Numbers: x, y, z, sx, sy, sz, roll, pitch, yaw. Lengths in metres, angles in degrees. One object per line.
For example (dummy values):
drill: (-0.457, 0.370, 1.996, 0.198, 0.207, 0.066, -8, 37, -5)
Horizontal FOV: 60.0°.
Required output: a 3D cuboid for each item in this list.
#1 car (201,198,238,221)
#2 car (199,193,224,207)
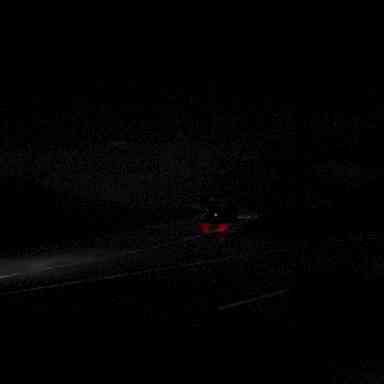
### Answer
car: (2.466, 1.498, 26.755, 1.812, 1.442, 4.674, 0, 0, 18)
car: (2.748, 1.174, 46.574, 2.150, 2.045, 5.566, 0, 0, -17)
